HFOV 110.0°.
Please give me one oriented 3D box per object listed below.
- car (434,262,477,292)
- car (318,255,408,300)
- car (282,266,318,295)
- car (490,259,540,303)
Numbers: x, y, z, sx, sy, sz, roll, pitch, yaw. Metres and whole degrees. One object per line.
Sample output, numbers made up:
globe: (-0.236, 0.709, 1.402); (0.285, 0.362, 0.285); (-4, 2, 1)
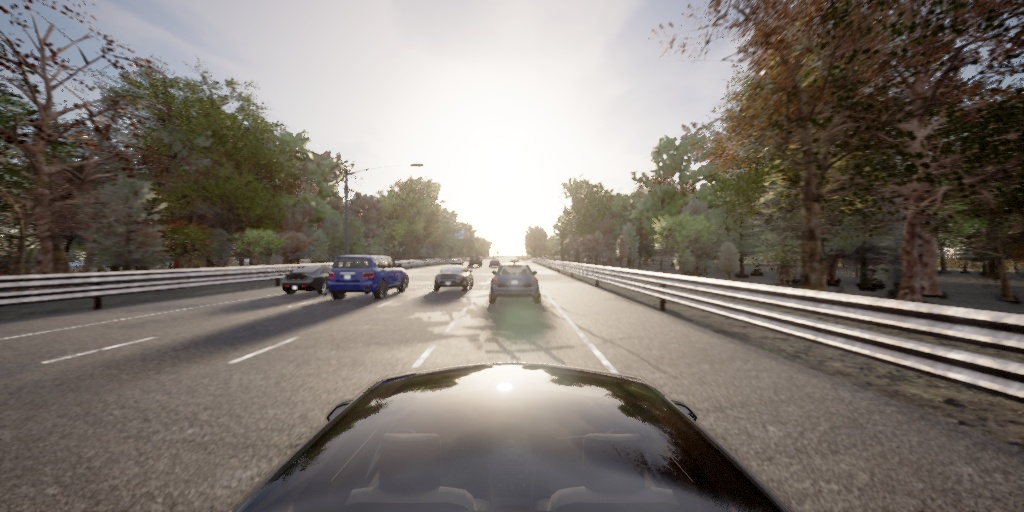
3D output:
car: (-3.369, 1.264, 21.223); (1.812, 1.442, 4.674); (0, 0, 0)
car: (-6.879, 0.964, 17.683); (2.150, 2.045, 5.566); (0, 0, 0)
car: (-10.374, 1.247, 19.556); (1.837, 1.490, 4.892); (0, 0, 0)
car: (0.118, 1.092, 16.696); (2.097, 1.767, 4.553); (0, 0, 0)
